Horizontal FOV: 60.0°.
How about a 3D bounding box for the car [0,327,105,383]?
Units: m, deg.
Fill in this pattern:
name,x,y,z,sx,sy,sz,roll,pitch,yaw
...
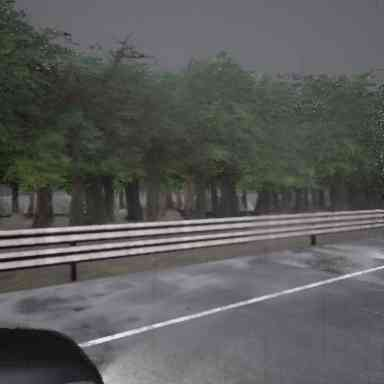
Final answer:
name,x,y,z,sx,sy,sz,roll,pitch,yaw
car,-2.563,1.561,1.904,4.181,1.385,1.994,0,0,-36
